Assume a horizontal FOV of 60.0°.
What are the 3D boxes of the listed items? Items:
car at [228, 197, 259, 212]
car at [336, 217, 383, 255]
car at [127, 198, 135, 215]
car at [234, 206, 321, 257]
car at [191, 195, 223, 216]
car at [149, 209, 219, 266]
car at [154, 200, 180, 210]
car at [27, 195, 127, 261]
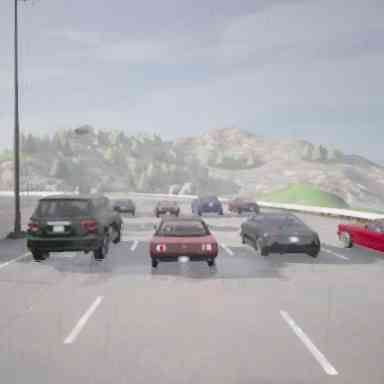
[{"bbox_3d":[4.567,1.195,29.672,1.812,1.442,4.674,0,1,-9],"label":"car"},{"bbox_3d":[6.668,1.464,10.885,1.895,1.301,4.718,0,1,-3],"label":"car"},{"bbox_3d":[-6.109,1.261,29.999,1.994,1.385,4.181,0,1,-10],"label":"car"},{"bbox_3d":[3.048,1.423,12.320,1.994,1.385,4.181,0,1,-4],"label":"car"},{"bbox_3d":[1.206,1.043,28.590,2.097,1.767,4.553,0,1,-9],"label":"car"},{"bbox_3d":[-0.346,1.483,11.054,1.895,1.301,4.718,0,1,-3],"label":"car"},{"bbox_3d":[-2.148,1.312,27.608,1.895,1.301,4.718,0,1,-8],"label":"car"},{"bbox_3d":[-3.919,1.103,12.011,2.150,2.045,5.566,0,1,-4],"label":"car"}]
